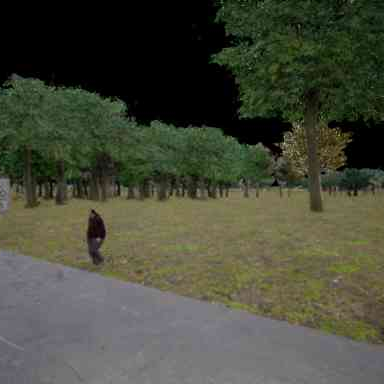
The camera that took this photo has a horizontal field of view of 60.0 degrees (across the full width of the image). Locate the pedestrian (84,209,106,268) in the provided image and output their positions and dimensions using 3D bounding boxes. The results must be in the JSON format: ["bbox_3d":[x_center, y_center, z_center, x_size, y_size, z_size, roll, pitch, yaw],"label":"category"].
[{"bbox_3d":[-2.848,1.304,9.856,0.375,1.860,0.375,0,0,40],"label":"pedestrian"}]
